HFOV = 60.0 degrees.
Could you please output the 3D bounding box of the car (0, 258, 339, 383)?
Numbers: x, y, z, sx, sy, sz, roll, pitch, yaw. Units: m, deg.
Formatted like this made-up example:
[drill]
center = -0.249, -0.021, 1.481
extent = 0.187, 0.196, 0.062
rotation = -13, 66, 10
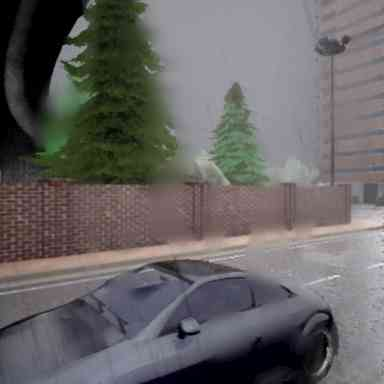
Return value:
[car]
center = -0.195, 1.554, 3.837
extent = 4.181, 1.385, 1.994
rotation = 0, 0, -35
